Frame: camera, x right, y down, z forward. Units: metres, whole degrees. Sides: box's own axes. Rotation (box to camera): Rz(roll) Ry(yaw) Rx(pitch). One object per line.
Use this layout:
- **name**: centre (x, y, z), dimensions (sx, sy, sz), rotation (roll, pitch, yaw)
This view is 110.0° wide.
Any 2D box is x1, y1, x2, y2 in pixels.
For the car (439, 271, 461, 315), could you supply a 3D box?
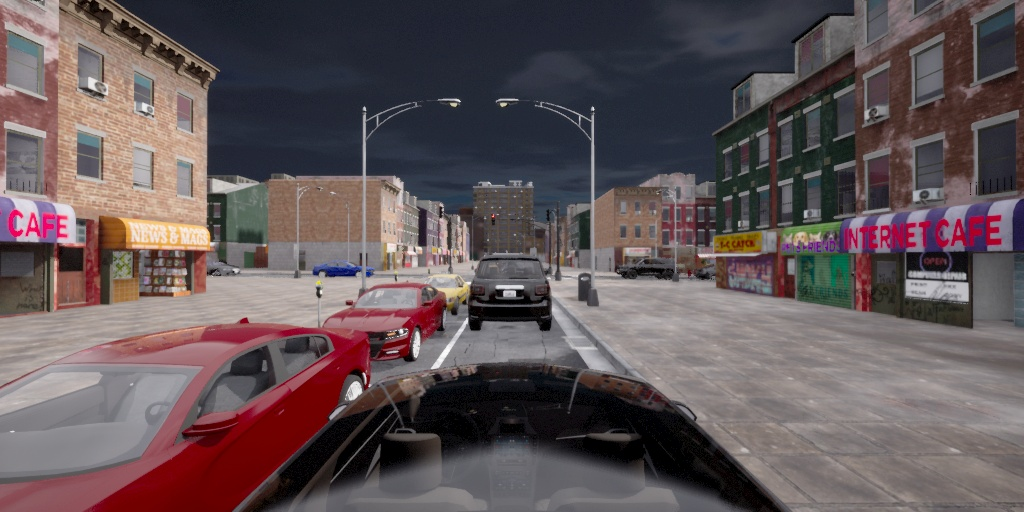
- **car**: centre (-2.637, 1.283, 13.579), dimensions (1.751, 1.417, 4.829), rotation (0, 0, 0)

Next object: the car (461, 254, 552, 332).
- **car**: centre (-0.028, 0.976, 11.074), dimensions (2.150, 2.045, 5.566), rotation (0, 0, 1)

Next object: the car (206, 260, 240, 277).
- **car**: centre (-26.092, 1.089, 30.782), dimensions (4.902, 1.511, 2.128), rotation (0, 0, 0)

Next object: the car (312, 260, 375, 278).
- **car**: centre (-14.385, 1.156, 30.837), dimensions (5.008, 1.535, 1.882), rotation (0, 0, -2)

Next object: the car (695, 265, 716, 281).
- **car**: centre (18.530, 1.515, 31.008), dimensions (4.892, 1.490, 1.837), rotation (1, 0, 0)

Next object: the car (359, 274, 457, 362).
- **car**: centre (-2.637, 1.298, 8.255), dimensions (1.888, 1.381, 4.507), rotation (0, 0, 0)

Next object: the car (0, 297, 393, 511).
- **car**: centre (-2.637, 1.295, 2.761), dimensions (1.888, 1.381, 4.507), rotation (0, 0, 0)

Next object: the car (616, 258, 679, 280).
- **car**: centre (12.817, 1.170, 33.934), dimensions (5.566, 2.045, 2.150), rotation (1, 0, 0)
